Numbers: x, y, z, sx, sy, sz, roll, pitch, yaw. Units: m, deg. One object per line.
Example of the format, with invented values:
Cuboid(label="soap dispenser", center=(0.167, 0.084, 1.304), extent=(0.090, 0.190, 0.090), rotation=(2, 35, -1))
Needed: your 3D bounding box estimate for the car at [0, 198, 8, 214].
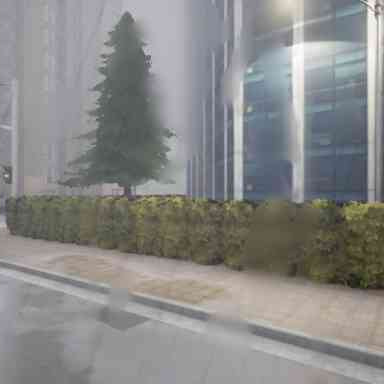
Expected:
Cuboid(label="car", center=(-18.816, 1.351, 32.047), extent=(2.097, 1.767, 4.553), rotation=(0, 0, 36))
